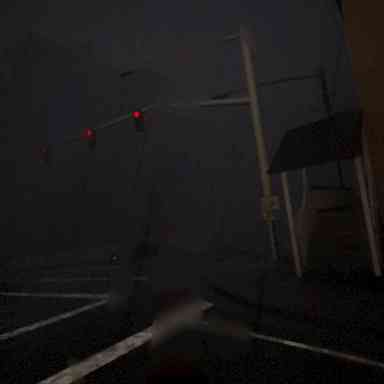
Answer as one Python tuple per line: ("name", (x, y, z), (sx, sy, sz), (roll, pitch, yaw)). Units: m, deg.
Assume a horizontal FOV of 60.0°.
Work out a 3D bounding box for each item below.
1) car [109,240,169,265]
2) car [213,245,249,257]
("car", (-3.475, 4.019, 22.534), (1.812, 1.442, 4.674), (-11, -11, 33))
("car", (3.847, 6.003, 32.515), (2.128, 1.511, 4.902), (-11, -19, 34))
